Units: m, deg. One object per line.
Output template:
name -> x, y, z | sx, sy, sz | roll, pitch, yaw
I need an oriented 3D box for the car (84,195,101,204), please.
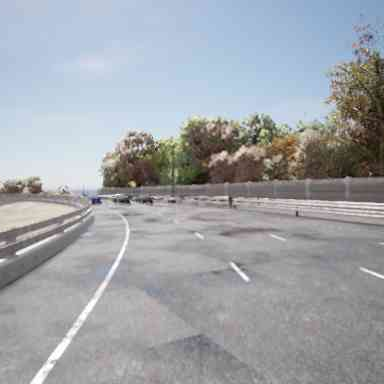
car -> -17.198, 1.265, 57.082 | 1.882, 1.535, 5.008 | 0, 0, -33

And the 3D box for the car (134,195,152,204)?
car -> -8.211, 1.254, 55.759 | 1.837, 1.490, 4.892 | 0, 0, -30

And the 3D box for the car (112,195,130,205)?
car -> -11.805, 1.276, 55.015 | 1.837, 1.490, 4.892 | 0, 0, -31
